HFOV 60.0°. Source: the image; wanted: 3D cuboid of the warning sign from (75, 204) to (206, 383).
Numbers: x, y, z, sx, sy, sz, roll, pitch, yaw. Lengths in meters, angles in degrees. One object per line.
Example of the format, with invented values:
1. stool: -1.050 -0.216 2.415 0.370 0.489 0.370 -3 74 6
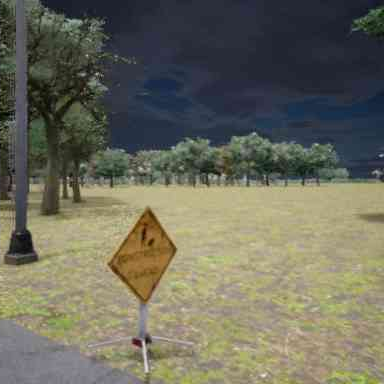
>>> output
1. warning sign: -0.638 1.117 4.396 1.060 1.860 1.300 1 0 35
